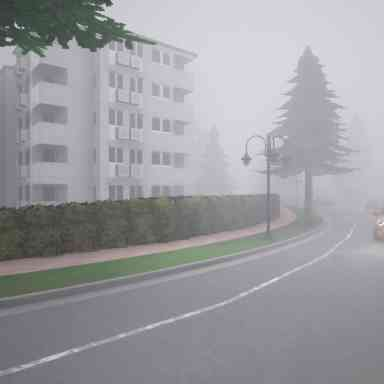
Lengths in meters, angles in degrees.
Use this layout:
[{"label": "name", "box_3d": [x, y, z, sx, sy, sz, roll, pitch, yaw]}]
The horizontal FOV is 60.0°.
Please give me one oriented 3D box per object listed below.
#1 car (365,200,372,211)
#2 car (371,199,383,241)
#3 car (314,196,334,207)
[{"label": "car", "box_3d": [21.647, 1.502, 38.552, 2.128, 1.511, 4.902, 0, 0, 12]}, {"label": "car", "box_3d": [10.015, 1.356, 16.065, 2.097, 1.767, 4.553, 0, 0, 29]}, {"label": "car", "box_3d": [20.389, 1.364, 51.486, 2.097, 1.767, 4.553, 0, 0, 10]}]
